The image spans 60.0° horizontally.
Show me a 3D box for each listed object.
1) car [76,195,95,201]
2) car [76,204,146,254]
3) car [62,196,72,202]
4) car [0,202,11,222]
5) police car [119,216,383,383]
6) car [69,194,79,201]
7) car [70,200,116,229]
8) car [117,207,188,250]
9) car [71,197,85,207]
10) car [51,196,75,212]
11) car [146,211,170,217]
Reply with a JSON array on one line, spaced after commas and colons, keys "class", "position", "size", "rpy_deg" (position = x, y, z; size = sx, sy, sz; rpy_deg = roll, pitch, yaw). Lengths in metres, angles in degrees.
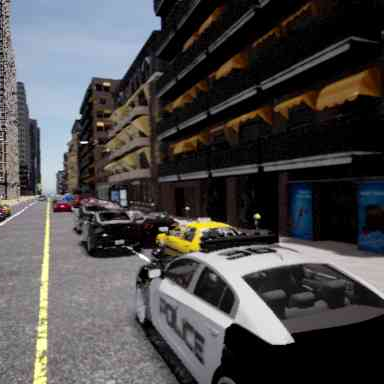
[{"class": "car", "position": [-10.855, 1.386, 35.539], "size": [1.967, 1.590, 4.097], "rpy_deg": [-1, 0, -23]}, {"class": "car", "position": [-3.419, 1.463, 13.504], "size": [1.837, 1.490, 4.892], "rpy_deg": [-1, 0, -23]}, {"class": "car", "position": [-30.942, 1.600, 82.239], "size": [1.947, 1.339, 4.313], "rpy_deg": [-1, 0, -23]}, {"class": "car", "position": [-16.319, 1.561, 27.039], "size": [1.967, 1.590, 4.097], "rpy_deg": [-1, 0, -23]}, {"class": "police car", "position": [0.570, 1.371, 4.453], "size": [1.930, 1.638, 5.238], "rpy_deg": [-1, 0, -23]}, {"class": "car", "position": [-15.321, 1.277, 45.916], "size": [2.192, 1.841, 5.009], "rpy_deg": [-1, 0, -23]}, {"class": "car", "position": [-5.709, 1.467, 19.051], "size": [1.837, 1.490, 4.892], "rpy_deg": [-1, 0, -23]}, {"class": "car", "position": [-1.923, 1.482, 14.786], "size": [1.947, 1.339, 4.313], "rpy_deg": [-1, 0, -23]}, {"class": "car", "position": [-17.549, 1.552, 51.106], "size": [1.802, 1.307, 4.206], "rpy_deg": [-1, 0, -23]}, {"class": "car", "position": [-15.285, 1.575, 39.152], "size": [1.994, 1.385, 4.181], "rpy_deg": [-1, 0, -22]}, {"class": "car", "position": [0.242, 1.436, 9.752], "size": [1.752, 1.417, 4.829], "rpy_deg": [-1, 0, -23]}]
